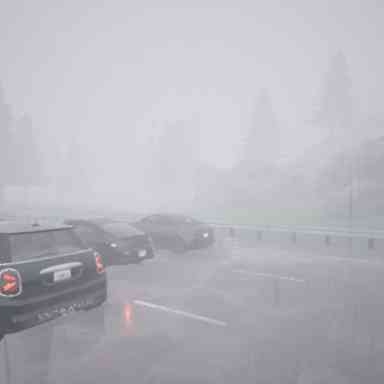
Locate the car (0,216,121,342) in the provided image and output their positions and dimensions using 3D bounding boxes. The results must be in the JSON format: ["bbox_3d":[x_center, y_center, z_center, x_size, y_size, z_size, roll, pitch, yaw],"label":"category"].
[{"bbox_3d":[-3.809,1.323,6.420,4.553,1.767,2.097,0,0,34],"label":"car"}]

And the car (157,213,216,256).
[{"bbox_3d":[-1.177,1.515,13.069,4.181,1.385,1.994,0,0,33],"label":"car"}]

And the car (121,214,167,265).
[{"bbox_3d":[-3.268,1.484,10.272,4.674,1.442,1.812,0,0,33],"label":"car"}]
